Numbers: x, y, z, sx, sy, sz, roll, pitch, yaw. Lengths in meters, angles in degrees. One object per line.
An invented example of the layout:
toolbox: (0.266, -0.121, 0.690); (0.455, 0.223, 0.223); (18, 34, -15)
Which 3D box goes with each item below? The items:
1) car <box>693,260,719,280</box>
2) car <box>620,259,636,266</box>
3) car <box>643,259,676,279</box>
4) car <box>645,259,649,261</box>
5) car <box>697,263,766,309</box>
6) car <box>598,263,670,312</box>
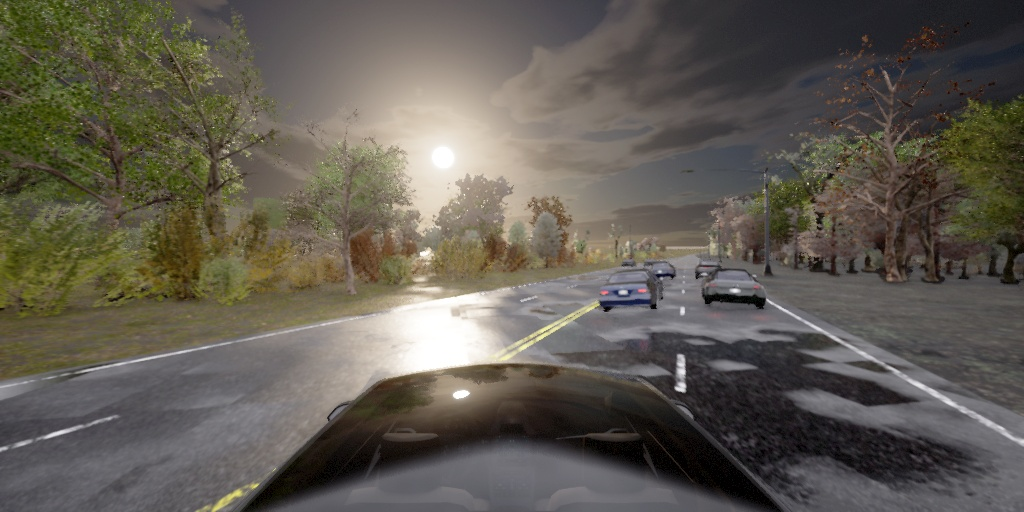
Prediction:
car: (15.153, 1.068, 27.721); (2.128, 1.511, 4.902); (1, 1, 26)
car: (18.910, 1.180, 57.971); (2.033, 1.411, 5.357); (-1, 0, 27)
car: (12.244, 1.167, 29.362); (1.994, 1.385, 4.181); (-7, -3, 26)
car: (21.821, 1.150, 56.527); (2.033, 1.411, 5.357); (-1, 0, 27)
car: (8.775, 1.188, 14.486); (1.994, 1.385, 4.181); (1, 1, 26)
car: (4.666, 1.206, 13.725); (2.033, 1.411, 5.357); (-6, -3, 26)
